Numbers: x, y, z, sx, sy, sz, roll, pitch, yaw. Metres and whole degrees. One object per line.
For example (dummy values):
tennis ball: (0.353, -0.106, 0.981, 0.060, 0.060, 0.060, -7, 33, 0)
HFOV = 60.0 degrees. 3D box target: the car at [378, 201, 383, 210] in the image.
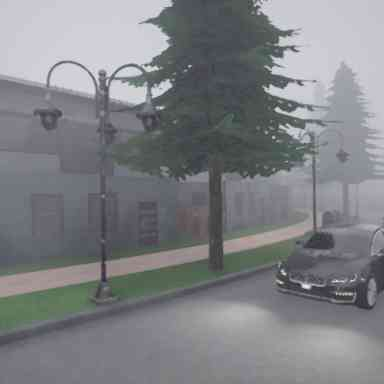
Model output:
car: (15.562, 1.671, 24.961, 2.033, 1.411, 5.357, -1, -1, 26)

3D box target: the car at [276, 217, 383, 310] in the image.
car: (3.870, 1.561, 8.128, 1.837, 1.490, 4.892, -1, -1, 44)

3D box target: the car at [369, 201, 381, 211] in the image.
car: (24.415, 1.828, 42.558, 1.895, 1.301, 4.718, -1, -1, 6)

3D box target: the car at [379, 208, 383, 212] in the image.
car: (10.179, 1.641, 15.818, 1.994, 1.385, 4.181, -1, -1, 34)
